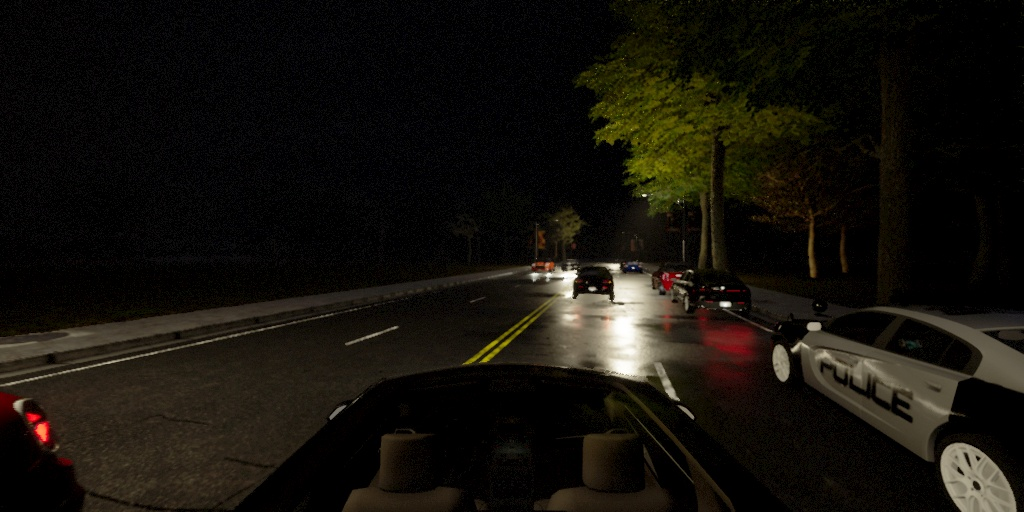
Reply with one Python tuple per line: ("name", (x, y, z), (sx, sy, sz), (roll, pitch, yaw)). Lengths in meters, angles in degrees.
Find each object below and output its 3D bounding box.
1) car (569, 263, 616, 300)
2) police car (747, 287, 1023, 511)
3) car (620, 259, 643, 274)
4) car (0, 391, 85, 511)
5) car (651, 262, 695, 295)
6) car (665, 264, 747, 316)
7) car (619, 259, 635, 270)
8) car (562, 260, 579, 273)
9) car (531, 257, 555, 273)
("car", (4.046, 1.241, 17.584), (1.812, 1.442, 4.674), (0, 0, 15))
("police car", (4.631, 1.179, 3.825), (1.930, 1.638, 5.238), (0, 0, 15))
("car", (13.481, 1.250, 40.280), (1.994, 1.385, 4.181), (0, 0, 15))
("car", (-4.140, 1.097, 0.382), (2.097, 1.767, 4.553), (0, 0, 15))
("car", (8.751, 1.074, 19.141), (2.097, 1.767, 4.553), (0, 0, 15))
("car", (7.200, 1.239, 13.377), (1.837, 1.490, 4.892), (0, 0, 15))
("car", (16.369, 1.181, 51.206), (1.837, 1.490, 4.892), (0, 0, 15))
("car", (6.843, 1.159, 41.189), (2.128, 1.511, 4.902), (0, 0, 15))
("car", (3.667, 1.010, 41.892), (2.097, 1.767, 4.553), (0, 0, 15))
